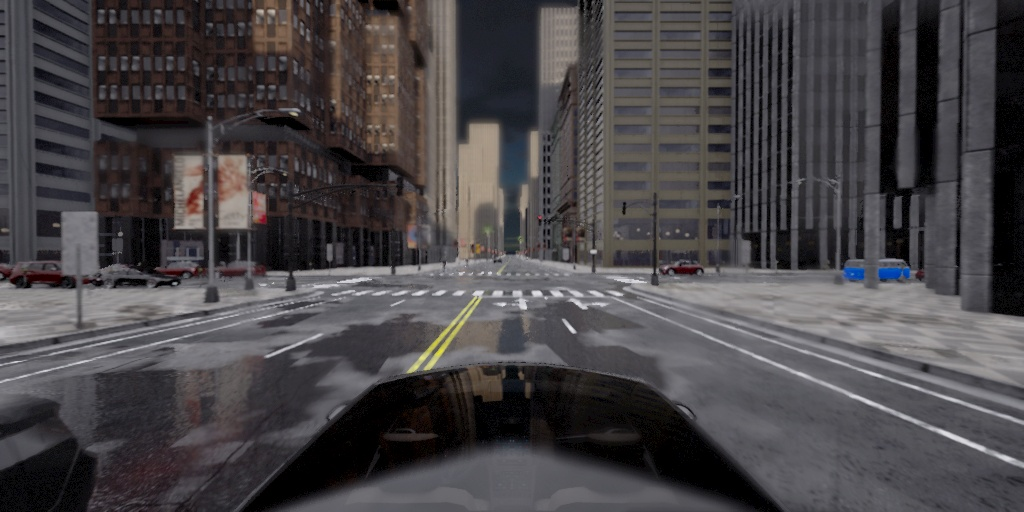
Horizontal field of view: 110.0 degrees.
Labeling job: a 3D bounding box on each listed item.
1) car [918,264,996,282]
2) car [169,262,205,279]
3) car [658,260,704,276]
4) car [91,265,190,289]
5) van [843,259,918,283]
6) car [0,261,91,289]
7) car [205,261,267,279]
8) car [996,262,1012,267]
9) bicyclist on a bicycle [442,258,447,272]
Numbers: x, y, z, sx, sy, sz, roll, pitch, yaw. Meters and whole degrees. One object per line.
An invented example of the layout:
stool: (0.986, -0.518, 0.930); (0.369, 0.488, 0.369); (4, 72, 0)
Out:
car: (32.959, 1.373, 27.026); (4.207, 1.307, 1.802); (0, 0, 0)
car: (-30.154, 1.260, 32.511); (4.097, 1.591, 1.967); (0, 0, 0)
car: (16.681, 1.139, 35.642); (4.097, 1.591, 1.967); (0, 0, 0)
car: (-24.727, 1.478, 23.990); (4.313, 1.339, 1.948); (0, 0, 0)
van: (27.517, 1.138, 27.056); (3.998, 1.789, 1.690); (0, 0, 0)
car: (-30.153, 1.246, 23.986); (5.009, 1.841, 2.192); (0, 0, 0)
car: (-24.730, 1.241, 32.514); (4.097, 1.591, 1.967); (0, 0, 0)
car: (49.322, 1.218, 35.460); (4.507, 1.381, 1.888); (0, 0, 0)
bicyclist on a bicycle: (-8.749, 1.171, 46.198); (0.659, 1.776, 1.843); (0, 0, 0)
